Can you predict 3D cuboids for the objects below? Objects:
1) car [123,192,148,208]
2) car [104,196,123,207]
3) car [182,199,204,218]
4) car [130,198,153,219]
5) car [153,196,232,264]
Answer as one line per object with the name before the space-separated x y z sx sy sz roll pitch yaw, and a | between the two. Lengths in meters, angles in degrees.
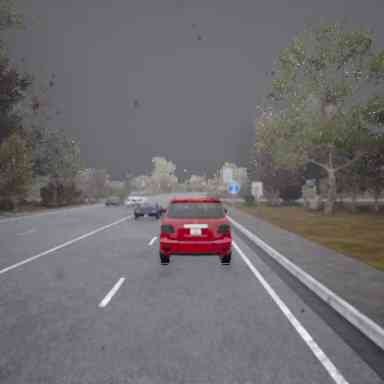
car | -7.084 0.980 43.388 2.150 2.045 5.566 0 0 0
car | -10.580 1.291 46.029 2.033 1.411 5.357 0 0 0
car | 0.102 1.362 29.362 1.812 1.442 4.674 0 0 0
car | -3.397 1.452 26.791 1.895 1.301 4.718 0 0 0
car | 0.101 1.156 11.713 2.150 2.045 5.566 0 0 0
